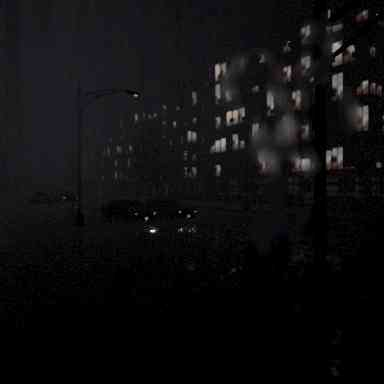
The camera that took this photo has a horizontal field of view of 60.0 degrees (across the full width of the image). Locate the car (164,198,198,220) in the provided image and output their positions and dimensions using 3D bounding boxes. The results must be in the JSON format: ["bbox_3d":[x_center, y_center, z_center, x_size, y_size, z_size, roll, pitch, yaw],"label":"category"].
[{"bbox_3d":[-1.852,1.188,24.406,2.033,1.411,5.357,0,1,-38],"label":"car"}]

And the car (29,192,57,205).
[{"bbox_3d":[-18.188,0.757,39.992,1.812,1.442,4.674,0,1,-38],"label":"car"}]

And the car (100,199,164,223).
[{"bbox_3d":[-4.415,1.189,22.406,2.033,1.411,5.357,0,1,-38],"label":"car"}]

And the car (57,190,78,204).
[{"bbox_3d":[-16.255,0.562,42.805,2.097,1.767,4.553,0,1,-38],"label":"car"}]
